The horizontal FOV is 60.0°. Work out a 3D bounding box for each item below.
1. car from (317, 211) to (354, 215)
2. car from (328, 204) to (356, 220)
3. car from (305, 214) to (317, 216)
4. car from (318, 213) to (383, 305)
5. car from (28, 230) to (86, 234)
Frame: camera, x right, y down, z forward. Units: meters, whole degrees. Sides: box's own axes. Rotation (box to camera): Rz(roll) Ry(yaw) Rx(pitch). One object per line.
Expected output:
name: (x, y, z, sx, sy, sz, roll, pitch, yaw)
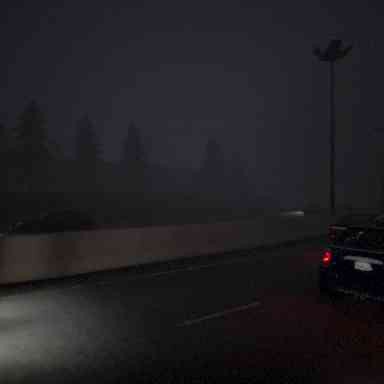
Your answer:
car: (7.901, 1.720, 14.942, 4.902, 1.511, 2.128, 1, -1, -43)
car: (15.796, 2.045, 34.930, 1.812, 1.442, 4.674, 0, -1, 35)
car: (14.784, 2.120, 39.569, 2.033, 1.411, 5.357, 0, -1, 33)
car: (4.951, 1.475, 7.727, 4.553, 1.767, 2.097, 1, -1, -38)
car: (-8.181, 1.739, 19.811, 4.674, 1.442, 1.812, 1, -1, -38)
